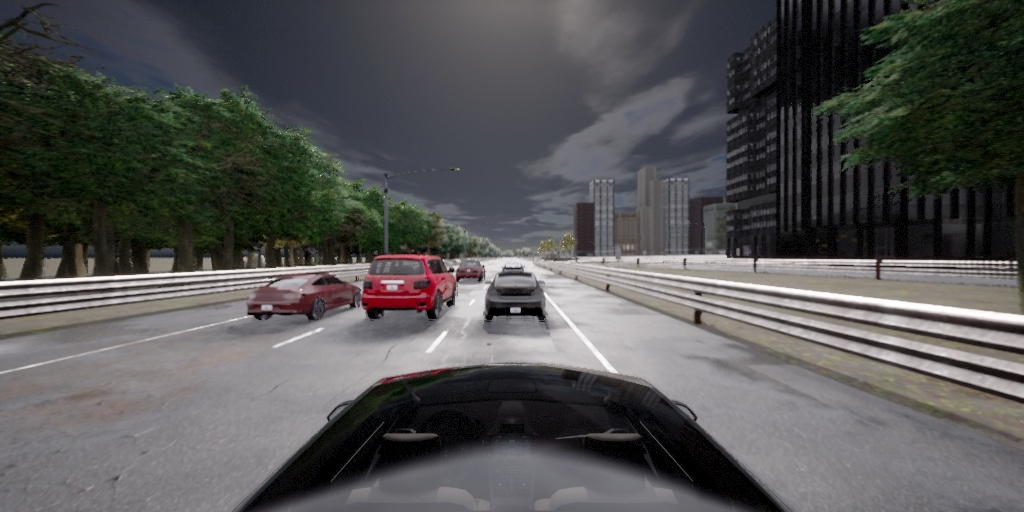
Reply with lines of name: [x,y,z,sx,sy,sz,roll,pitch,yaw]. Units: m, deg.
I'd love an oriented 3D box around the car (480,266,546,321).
car: [0.100,1.274,12.490,1.837,1.490,4.892,0,0,0]

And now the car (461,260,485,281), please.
car: [-3.399,1.154,30.292,2.097,1.767,4.553,0,0,0]

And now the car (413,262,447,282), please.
car: [-6.898,1.307,30.631,1.837,1.490,4.892,0,0,0]

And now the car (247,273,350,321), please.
car: [-6.903,1.295,12.398,1.812,1.442,4.674,0,0,0]

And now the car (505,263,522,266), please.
car: [0.102,1.294,30.496,2.128,1.511,4.902,0,0,0]

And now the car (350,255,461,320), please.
car: [-3.402,0.992,12.868,2.150,2.045,5.566,0,0,0]
